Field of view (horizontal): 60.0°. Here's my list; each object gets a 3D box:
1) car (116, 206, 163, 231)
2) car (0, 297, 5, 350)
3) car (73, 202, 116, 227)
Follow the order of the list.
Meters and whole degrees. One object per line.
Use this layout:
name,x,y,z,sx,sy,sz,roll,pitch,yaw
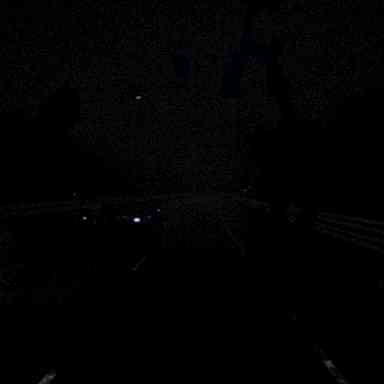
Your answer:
car,-2.982,1.524,20.416,1.994,1.385,4.181,0,0,2
car,-3.364,1.485,2.407,2.128,1.511,4.902,0,0,0
car,-6.406,1.432,22.605,1.882,1.535,5.008,0,0,2
